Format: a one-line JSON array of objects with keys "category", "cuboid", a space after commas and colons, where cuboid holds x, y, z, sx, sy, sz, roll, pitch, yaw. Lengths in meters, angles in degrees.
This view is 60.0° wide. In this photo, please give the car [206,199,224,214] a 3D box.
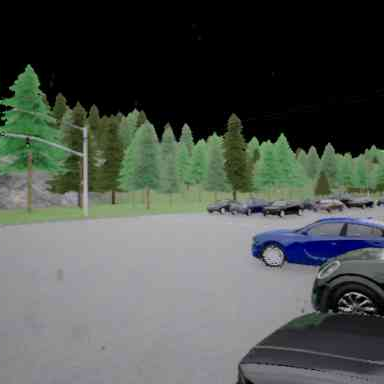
[{"category": "car", "cuboid": [3.614, 1.528, 35.693, 4.892, 1.490, 1.837, 0, 0, -43]}]

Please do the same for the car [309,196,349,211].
[{"category": "car", "cuboid": [15.215, 1.488, 36.947, 4.674, 1.442, 1.812, 0, 0, -43]}]

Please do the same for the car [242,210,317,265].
[{"category": "car", "cuboid": [4.207, 1.465, 9.625, 5.008, 1.535, 1.882, 0, 0, 32]}]

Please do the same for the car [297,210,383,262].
[{"category": "car", "cuboid": [4.308, 1.334, 5.164, 4.553, 1.767, 2.097, 0, 0, 39]}]

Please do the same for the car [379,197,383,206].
[{"category": "car", "cuboid": [29.766, 1.448, 50.408, 5.357, 1.411, 2.033, 0, 0, -43]}]

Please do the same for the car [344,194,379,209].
[{"category": "car", "cuboid": [22.067, 1.411, 43.310, 5.008, 1.535, 1.882, 0, 0, -43]}]

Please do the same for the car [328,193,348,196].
[{"category": "car", "cuboid": [20.107, 1.169, 46.254, 5.566, 2.045, 2.150, 0, 0, -42]}]

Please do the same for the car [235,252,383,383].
[{"category": "car", "cuboid": [2.841, 1.533, 1.906, 5.357, 1.411, 2.033, 0, 0, 41]}]

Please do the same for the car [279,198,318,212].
[{"category": "car", "cuboid": [12.628, 1.527, 39.332, 5.357, 1.411, 2.033, 0, 0, -43]}]

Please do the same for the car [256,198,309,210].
[{"category": "car", "cuboid": [8.385, 1.469, 30.575, 5.008, 1.535, 1.882, 0, 0, -44]}]

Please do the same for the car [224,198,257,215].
[{"category": "car", "cuboid": [5.711, 1.360, 32.854, 4.553, 1.767, 2.097, 0, 0, -44]}]

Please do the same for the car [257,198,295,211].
[{"category": "car", "cuboid": [10.733, 1.541, 42.345, 5.357, 1.411, 2.033, 0, 0, -42]}]

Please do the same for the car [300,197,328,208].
[{"category": "car", "cuboid": [18.062, 1.467, 49.114, 4.892, 1.490, 1.837, 0, 0, -43]}]

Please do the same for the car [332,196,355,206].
[{"category": "car", "cuboid": [25.494, 1.456, 55.935, 4.674, 1.442, 1.812, 0, 0, -43]}]

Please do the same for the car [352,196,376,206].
[{"category": "car", "cuboid": [27.506, 1.421, 53.087, 4.892, 1.490, 1.837, 0, 0, -42]}]
